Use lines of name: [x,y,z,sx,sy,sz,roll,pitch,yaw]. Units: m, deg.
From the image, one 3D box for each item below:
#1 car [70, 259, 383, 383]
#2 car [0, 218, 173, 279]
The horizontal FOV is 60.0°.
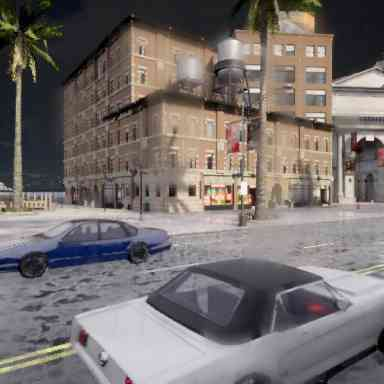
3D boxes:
car: [1.046,1.601,4.411,4.718,1.301,1.895,0,0,-35]
car: [-3.231,1.547,10.255,5.357,1.411,2.033,0,0,-35]
